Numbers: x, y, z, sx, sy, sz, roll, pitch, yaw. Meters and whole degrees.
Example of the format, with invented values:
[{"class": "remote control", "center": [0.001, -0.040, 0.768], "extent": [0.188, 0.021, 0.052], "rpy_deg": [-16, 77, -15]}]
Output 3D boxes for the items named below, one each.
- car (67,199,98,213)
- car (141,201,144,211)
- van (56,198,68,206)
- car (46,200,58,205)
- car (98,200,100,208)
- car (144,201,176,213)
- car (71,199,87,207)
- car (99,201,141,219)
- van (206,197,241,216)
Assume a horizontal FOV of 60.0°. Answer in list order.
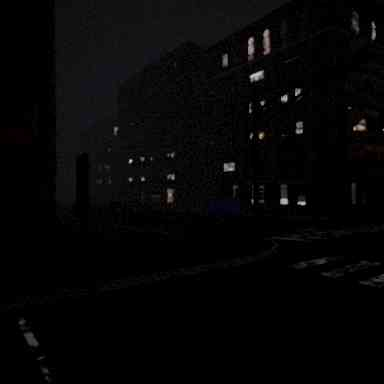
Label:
[{"class": "car", "center": [-13.764, 1.903, 41.737], "extent": [1.967, 1.590, 4.097], "rpy_deg": [-2, 0, -36]}, {"class": "car", "center": [-7.037, 1.941, 46.628], "extent": [1.947, 1.339, 4.313], "rpy_deg": [-2, 0, -36]}, {"class": "van", "center": [-30.269, 2.375, 78.572], "extent": [1.690, 1.788, 3.998], "rpy_deg": [-2, 0, -36]}, {"class": "car", "center": [-36.896, 2.789, 87.698], "extent": [1.947, 1.339, 4.313], "rpy_deg": [-2, 0, -36]}, {"class": "car", "center": [-17.091, 2.185, 60.456], "extent": [1.752, 1.417, 4.829], "rpy_deg": [-2, 0, -36]}, {"class": "car", "center": [-3.820, 1.810, 42.202], "extent": [1.752, 1.417, 4.829], "rpy_deg": [-2, 0, -36]}, {"class": "car", "center": [-23.629, 2.285, 69.444], "extent": [1.967, 1.590, 4.097], "rpy_deg": [-2, 0, -36]}, {"class": "car", "center": [-7.129, 1.717, 32.610], "extent": [1.967, 1.590, 4.097], "rpy_deg": [-2, 0, -36]}, {"class": "van", "center": [3.047, 1.435, 33.037], "extent": [1.690, 1.788, 3.998], "rpy_deg": [-2, 0, -36]}]
